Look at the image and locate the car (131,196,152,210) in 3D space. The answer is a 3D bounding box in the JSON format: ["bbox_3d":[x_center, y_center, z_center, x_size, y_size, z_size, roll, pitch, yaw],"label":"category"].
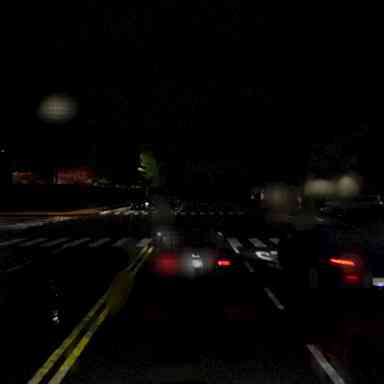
[{"bbox_3d":[-6.975,1.637,44.854,1.837,1.490,4.892,0,0,1],"label":"car"}]

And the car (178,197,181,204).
[{"bbox_3d":[-3.378,1.764,55.541,1.895,1.301,4.718,0,0,1],"label":"car"}]

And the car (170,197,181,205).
[{"bbox_3d":[-3.238,1.700,66.388,1.837,1.490,4.892,0,0,1],"label":"car"}]

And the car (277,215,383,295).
[{"bbox_3d":[3.590,1.551,8.641,1.812,1.442,4.674,0,0,0],"label":"car"}]

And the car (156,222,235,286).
[{"bbox_3d":[-0.019,1.576,9.526,2.033,1.411,5.357,0,0,-3],"label":"car"}]

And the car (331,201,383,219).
[{"bbox_3d":[14.634,1.682,27.912,4.718,1.301,1.895,0,0,0],"label":"car"}]

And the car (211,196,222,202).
[{"bbox_3d":[6.324,1.800,84.629,1.994,1.385,4.181,0,0,20],"label":"car"}]

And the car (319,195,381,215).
[{"bbox_3d":[15.049,1.313,31.431,5.566,2.045,2.150,0,0,1],"label":"car"}]

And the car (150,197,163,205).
[{"bbox_3d":[-6.770,1.753,64.510,1.994,1.385,4.181,0,0,1],"label":"car"}]

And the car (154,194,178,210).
[{"bbox_3d":[-3.472,1.356,45.778,2.150,2.045,5.566,0,0,1],"label":"car"}]

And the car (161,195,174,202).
[{"bbox_3d":[-5.793,1.552,80.097,1.882,1.535,5.008,0,0,11],"label":"car"}]

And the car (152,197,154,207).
[{"bbox_3d":[-6.900,1.510,53.821,2.097,1.767,4.553,0,0,1],"label":"car"}]
